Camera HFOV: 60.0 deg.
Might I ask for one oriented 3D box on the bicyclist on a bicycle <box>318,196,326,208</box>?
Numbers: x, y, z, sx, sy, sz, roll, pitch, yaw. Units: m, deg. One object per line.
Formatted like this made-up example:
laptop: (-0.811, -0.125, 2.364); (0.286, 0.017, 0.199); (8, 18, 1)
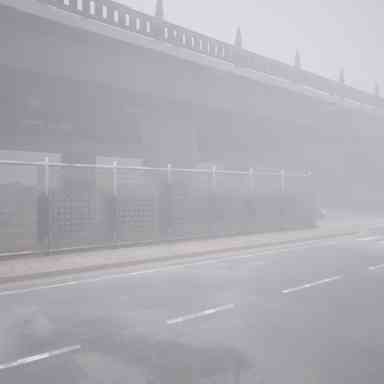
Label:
bicyclist on a bicycle: (16.684, 1.301, 42.717); (1.656, 1.620, 0.582); (0, 0, -36)

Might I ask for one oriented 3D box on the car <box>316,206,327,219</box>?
car: (9.102, 1.491, 28.521); (2.128, 1.511, 4.902); (0, 0, -36)
